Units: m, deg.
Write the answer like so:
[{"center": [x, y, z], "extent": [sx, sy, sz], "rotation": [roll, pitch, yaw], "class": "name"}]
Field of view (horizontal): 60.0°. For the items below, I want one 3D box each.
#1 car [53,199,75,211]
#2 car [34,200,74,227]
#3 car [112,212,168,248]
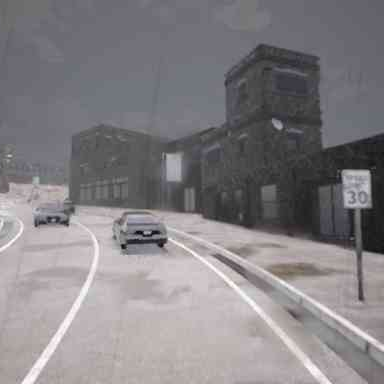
[{"center": [-13.555, 1.439, 34.094], "extent": [2.128, 1.511, 4.902], "rotation": [3, -2, -40], "class": "car"}, {"center": [-9.241, 1.499, 21.853], "extent": [1.994, 1.385, 4.181], "rotation": [2, 0, -27], "class": "car"}, {"center": [-2.477, 1.589, 14.976], "extent": [2.033, 1.411, 5.357], "rotation": [1, 0, -18], "class": "car"}]
